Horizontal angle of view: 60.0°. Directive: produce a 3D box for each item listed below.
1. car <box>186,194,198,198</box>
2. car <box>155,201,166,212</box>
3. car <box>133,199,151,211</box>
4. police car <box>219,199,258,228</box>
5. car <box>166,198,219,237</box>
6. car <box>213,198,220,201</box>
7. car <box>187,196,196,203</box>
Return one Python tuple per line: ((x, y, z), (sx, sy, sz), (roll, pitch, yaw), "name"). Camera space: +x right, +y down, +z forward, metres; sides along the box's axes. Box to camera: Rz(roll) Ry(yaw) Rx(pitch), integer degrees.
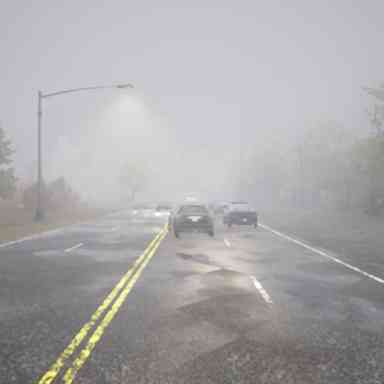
((-0.020, 1.399, 63.727), (2.150, 2.045, 5.566), (0, -1, 0), "car")
((-3.406, 1.746, 41.206), (1.895, 1.301, 4.718), (0, 0, 0), "car")
((-6.658, 1.679, 44.205), (1.812, 1.442, 4.674), (0, 0, 0), "car")
((3.223, 1.504, 22.929), (1.930, 1.638, 5.238), (0, 0, 0), "police car")
((-0.125, 1.427, 18.768), (2.097, 1.767, 4.553), (0, 0, -7), "car")
((3.204, 1.643, 33.822), (1.812, 1.442, 4.674), (0, 0, 0), "car")
((-0.113, 1.731, 79.320), (2.033, 1.411, 5.357), (0, 0, 0), "car")
